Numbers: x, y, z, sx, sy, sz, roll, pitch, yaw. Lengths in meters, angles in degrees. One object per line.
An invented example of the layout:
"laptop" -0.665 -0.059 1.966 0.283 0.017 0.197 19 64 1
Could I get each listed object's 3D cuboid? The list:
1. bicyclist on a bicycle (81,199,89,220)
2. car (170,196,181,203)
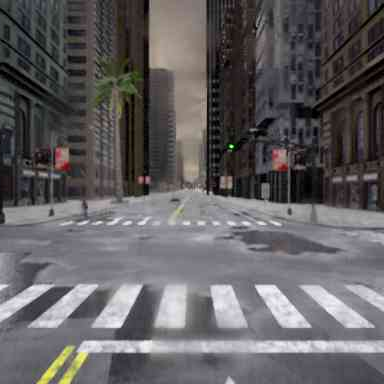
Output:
"bicyclist on a bicycle" -8.764 1.420 27.165 0.582 1.620 1.656 0 0 0
"car" -3.272 1.541 65.974 1.895 1.301 4.718 0 0 0
